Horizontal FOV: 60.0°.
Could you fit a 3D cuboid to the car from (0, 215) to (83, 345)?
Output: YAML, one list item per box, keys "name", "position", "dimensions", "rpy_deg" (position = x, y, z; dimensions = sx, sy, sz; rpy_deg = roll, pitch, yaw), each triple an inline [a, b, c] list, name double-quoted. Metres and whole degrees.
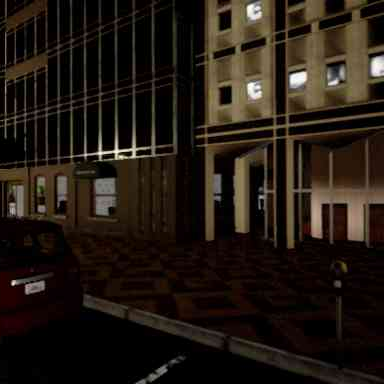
- name: "car"
  position: [-3.985, 1.329, 5.721]
  dimensions: [5.009, 1.841, 2.192]
  rpy_deg: [0, 0, 35]
